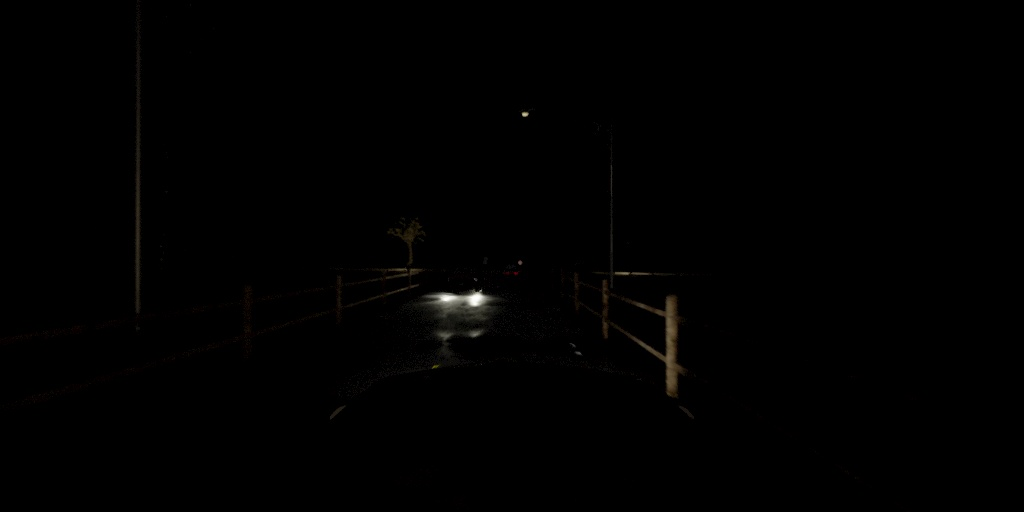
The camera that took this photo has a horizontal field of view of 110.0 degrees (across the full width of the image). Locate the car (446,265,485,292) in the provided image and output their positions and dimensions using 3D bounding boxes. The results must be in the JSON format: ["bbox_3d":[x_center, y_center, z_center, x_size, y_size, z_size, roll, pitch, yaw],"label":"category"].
[{"bbox_3d":[-2.802,1.320,22.377,1.882,1.535,5.008,0,-1,0],"label":"car"}]

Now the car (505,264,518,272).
[{"bbox_3d":[-0.076,2.003,60.075,1.812,1.442,4.674,0,-2,0],"label":"car"}]
